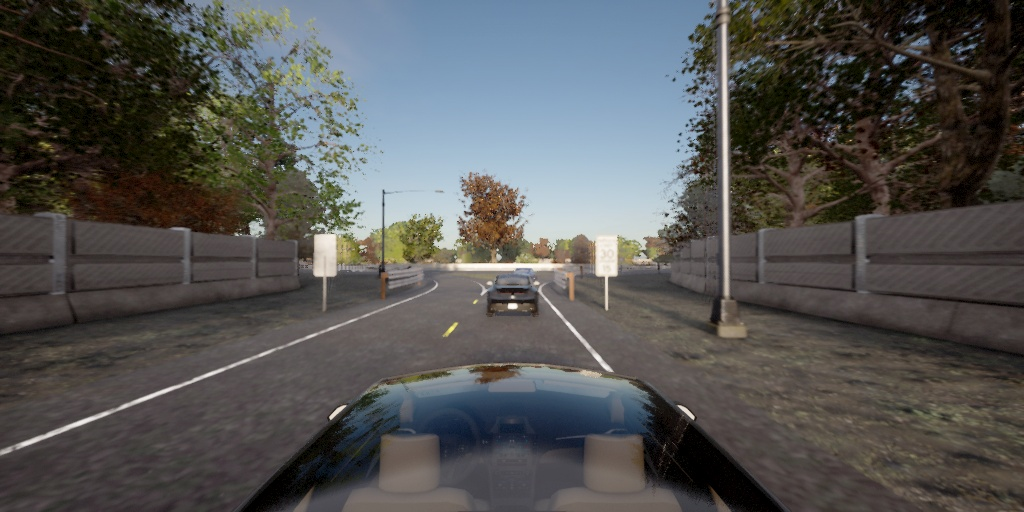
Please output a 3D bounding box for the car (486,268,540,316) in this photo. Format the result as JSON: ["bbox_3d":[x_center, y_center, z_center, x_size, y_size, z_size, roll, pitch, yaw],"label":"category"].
[{"bbox_3d":[0.042,1.418,14.163,1.837,1.490,4.892,0,0,0],"label":"car"}]
